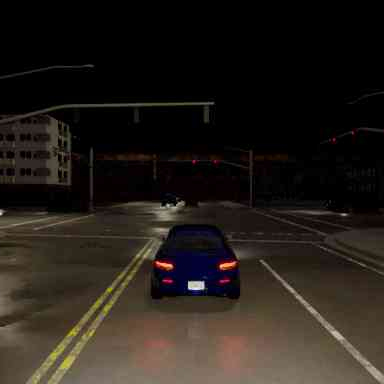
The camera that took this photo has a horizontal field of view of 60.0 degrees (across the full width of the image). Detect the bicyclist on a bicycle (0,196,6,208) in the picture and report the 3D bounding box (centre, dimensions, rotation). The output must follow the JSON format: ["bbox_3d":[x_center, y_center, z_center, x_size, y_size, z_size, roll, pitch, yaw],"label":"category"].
[{"bbox_3d":[-25.479,1.300,44.831,0.582,1.620,1.656,0,0,0],"label":"bicyclist on a bicycle"}]

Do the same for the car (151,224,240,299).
[{"bbox_3d":[0.077,1.526,8.312,1.812,1.442,4.674,0,0,0],"label":"car"}]

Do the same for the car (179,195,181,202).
[{"bbox_3d":[-3.624,1.526,63.622,1.812,1.442,4.674,0,0,1],"label":"car"}]

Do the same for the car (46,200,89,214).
[{"bbox_3d":[-13.157,1.560,35.283,4.181,1.385,1.994,0,0,1],"label":"car"}]

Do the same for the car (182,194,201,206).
[{"bbox_3d":[-0.041,1.491,52.642,2.128,1.511,4.902,0,0,1],"label":"car"}]

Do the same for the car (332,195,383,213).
[{"bbox_3d":[17.510,1.342,34.087,5.008,1.535,1.882,-1,0,1],"label":"car"}]

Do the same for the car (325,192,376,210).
[{"bbox_3d":[18.095,1.082,37.584,5.566,2.045,2.150,-1,0,0],"label":"car"}]

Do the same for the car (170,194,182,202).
[{"bbox_3d":[-3.524,1.355,73.499,2.097,1.767,4.553,0,0,2],"label":"car"}]

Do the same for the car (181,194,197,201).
[{"bbox_3d":[-0.816,1.355,83.311,2.097,1.767,4.553,0,0,27],"label":"car"}]

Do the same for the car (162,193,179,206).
[{"bbox_3d":[-3.636,1.221,53.985,2.150,2.045,5.566,0,0,-1],"label":"car"}]
